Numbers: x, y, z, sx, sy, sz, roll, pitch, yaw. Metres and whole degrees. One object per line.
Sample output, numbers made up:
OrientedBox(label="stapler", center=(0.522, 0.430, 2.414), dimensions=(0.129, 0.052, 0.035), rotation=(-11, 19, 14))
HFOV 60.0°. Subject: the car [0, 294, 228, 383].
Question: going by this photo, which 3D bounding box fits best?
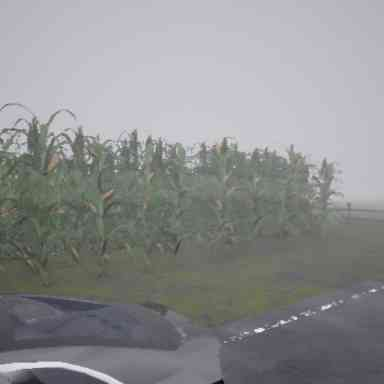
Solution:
OrientedBox(label="car", center=(-1.960, 1.491, 1.671), dimensions=(4.902, 1.511, 2.128), rotation=(0, 0, -35))
